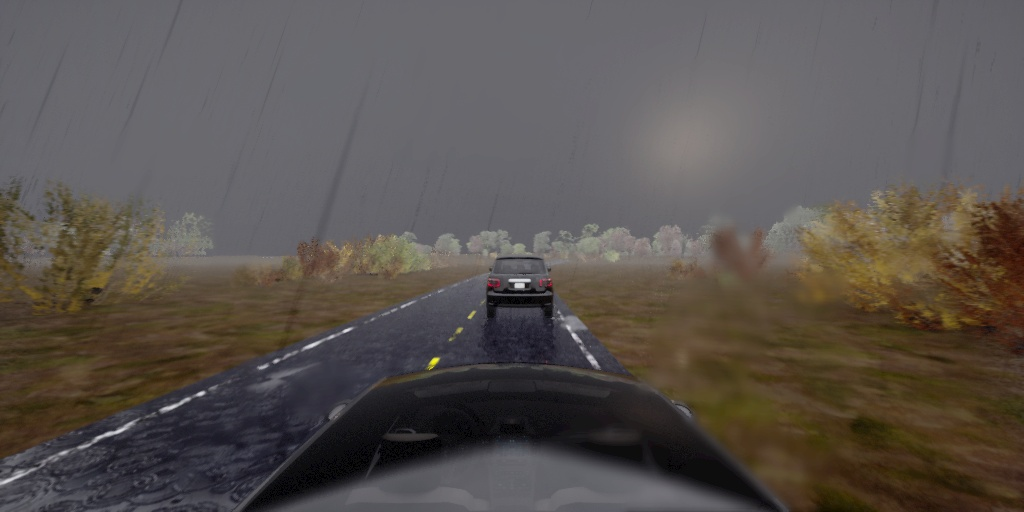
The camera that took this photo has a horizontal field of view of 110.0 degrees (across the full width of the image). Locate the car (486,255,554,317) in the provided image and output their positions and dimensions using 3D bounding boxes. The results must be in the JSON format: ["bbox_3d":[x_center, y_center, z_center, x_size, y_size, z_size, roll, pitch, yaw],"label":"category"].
[{"bbox_3d":[0.301,0.971,13.291,2.150,2.045,5.566,0,0,2],"label":"car"}]
